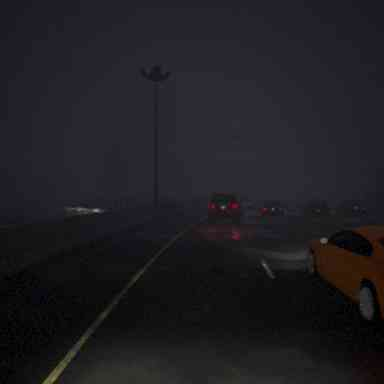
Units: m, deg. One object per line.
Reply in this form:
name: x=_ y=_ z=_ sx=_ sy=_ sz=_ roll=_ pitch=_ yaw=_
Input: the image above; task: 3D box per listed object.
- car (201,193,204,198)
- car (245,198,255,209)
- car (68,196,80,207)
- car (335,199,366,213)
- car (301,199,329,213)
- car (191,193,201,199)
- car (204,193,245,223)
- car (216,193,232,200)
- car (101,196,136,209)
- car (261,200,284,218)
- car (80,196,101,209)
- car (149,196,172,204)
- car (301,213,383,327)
car: x=4.602 y=1.036 z=79.684 sx=1.895 sy=1.301 sz=4.718 roll=0 pitch=0 yaw=29
car: x=6.741 y=1.375 z=41.320 sx=1.895 sy=1.301 sz=4.718 roll=0 pitch=0 yaw=17
car: x=-14.470 y=1.248 z=44.274 sx=1.812 sy=1.442 sz=4.674 roll=0 pitch=0 yaw=16
car: x=14.649 y=1.394 z=30.945 sx=2.033 sy=1.411 sz=5.357 roll=0 pitch=0 yaw=14
car: x=10.610 y=1.329 z=28.909 sx=1.882 sy=1.535 sz=5.008 roll=0 pitch=0 yaw=13
car: x=1.619 y=0.921 z=81.516 sx=1.837 sy=1.490 sz=4.892 roll=0 pitch=0 yaw=29
car: x=2.502 y=1.086 z=24.275 sx=2.150 sy=2.045 sz=5.566 roll=0 pitch=0 yaw=10
car: x=7.615 y=0.937 z=77.903 sx=1.882 sy=1.535 sz=5.008 roll=0 pitch=0 yaw=29
car: x=-8.399 y=1.249 z=40.079 sx=2.128 sy=1.511 sz=4.902 roll=0 pitch=0 yaw=16
car: x=6.929 y=1.395 z=28.625 sx=2.033 sy=1.411 sz=5.357 roll=0 pitch=0 yaw=13
car: x=-11.571 y=1.267 z=41.707 sx=1.812 sy=1.442 sz=4.674 roll=0 pitch=0 yaw=16
car: x=-3.936 y=1.273 z=42.942 sx=1.812 sy=1.442 sz=4.674 roll=0 pitch=0 yaw=17
car: x=3.928 y=1.444 z=6.929 sx=1.882 sy=1.535 sz=5.008 roll=0 pitch=0 yaw=3
